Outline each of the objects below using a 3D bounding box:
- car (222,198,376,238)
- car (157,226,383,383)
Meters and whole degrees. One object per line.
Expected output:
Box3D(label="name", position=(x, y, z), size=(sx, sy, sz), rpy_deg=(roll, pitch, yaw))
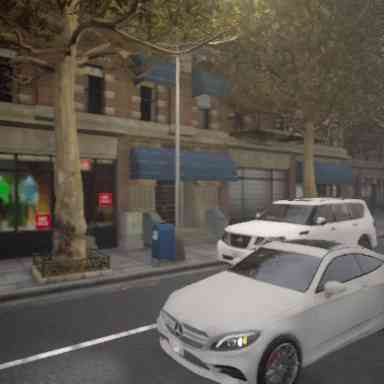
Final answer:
Box3D(label="car", position=(3.368, 1.221, 10.022), size=(5.566, 2.045, 2.435), rpy_deg=(0, 0, -36))
Box3D(label="car", position=(1.715, 1.522, 5.209), size=(4.674, 1.442, 1.812), rpy_deg=(0, 0, -35))
